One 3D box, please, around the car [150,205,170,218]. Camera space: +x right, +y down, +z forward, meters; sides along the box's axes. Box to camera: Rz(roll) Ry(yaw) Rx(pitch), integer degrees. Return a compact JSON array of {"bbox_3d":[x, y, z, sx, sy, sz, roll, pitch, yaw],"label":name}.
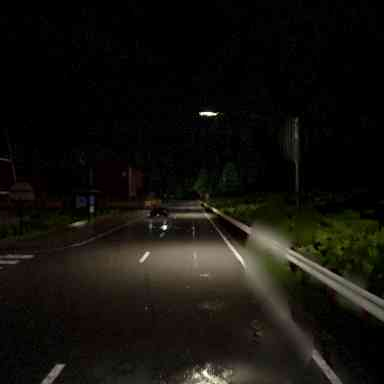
[{"bbox_3d":[-3.522,2.082,36.657,1.895,1.301,4.718,0,-1,0],"label":"car"}]
